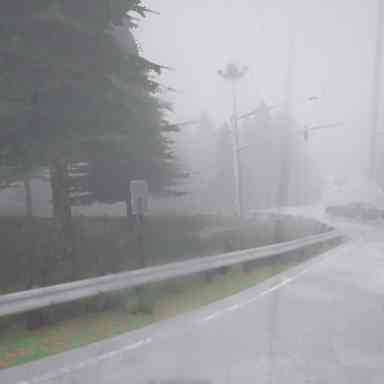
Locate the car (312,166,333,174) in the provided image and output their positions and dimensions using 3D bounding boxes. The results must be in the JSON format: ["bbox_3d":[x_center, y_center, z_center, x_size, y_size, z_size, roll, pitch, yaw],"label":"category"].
[{"bbox_3d":[30.247,-5.127,77.196,1.882,1.535,5.008,-4,7,-14],"label":"car"}]

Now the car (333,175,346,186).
[{"bbox_3d":[24.552,-1.991,55.167,2.033,1.411,5.357,-2,7,25],"label":"car"}]

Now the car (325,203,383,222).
[{"bbox_3d":[12.928,1.515,26.475,1.895,1.301,4.718,-2,4,-22],"label":"car"}]

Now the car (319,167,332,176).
[{"bbox_3d":[27.894,-4.279,71.451,2.128,1.511,4.902,-4,7,-1],"label":"car"}]
